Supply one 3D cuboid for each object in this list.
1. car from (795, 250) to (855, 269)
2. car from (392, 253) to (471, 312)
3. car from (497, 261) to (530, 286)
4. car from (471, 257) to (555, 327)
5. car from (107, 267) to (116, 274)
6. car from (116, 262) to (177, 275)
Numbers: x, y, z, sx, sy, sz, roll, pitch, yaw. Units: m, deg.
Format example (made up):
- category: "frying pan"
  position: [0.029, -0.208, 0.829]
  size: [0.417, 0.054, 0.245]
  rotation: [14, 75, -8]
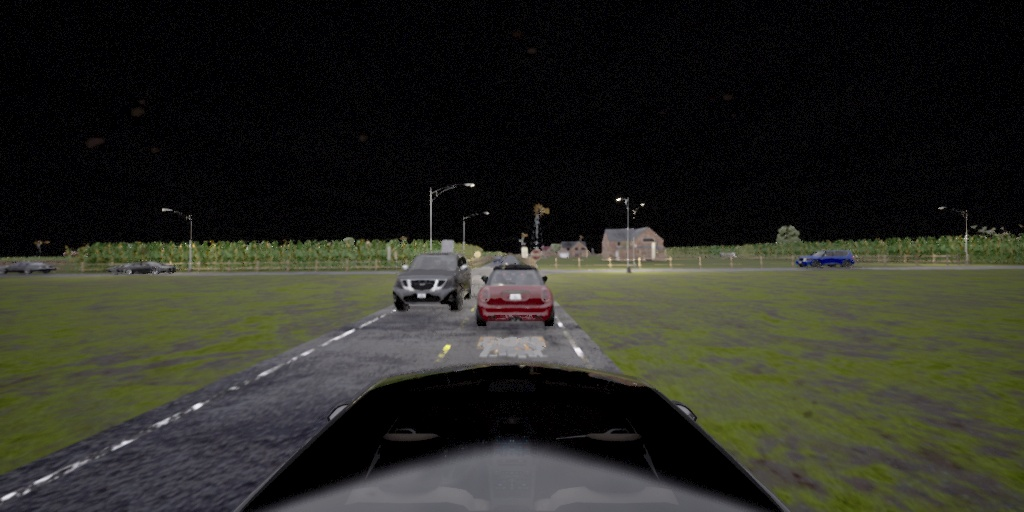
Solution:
- category: "car"
  position: [35.828, 0.375, 41.076]
  size: [5.566, 2.045, 2.150]
  rotation: [0, 0, 1]
- category: "car"
  position: [-2.860, 0.883, 14.105]
  size: [2.150, 2.045, 5.566]
  rotation: [0, 0, 0]
- category: "car"
  position: [0.058, 1.134, 24.802]
  size: [2.033, 1.411, 5.357]
  rotation: [0, 0, -1]
- category: "car"
  position: [0.085, 1.036, 11.333]
  size: [2.097, 1.767, 4.553]
  rotation: [0, 1, 0]
- category: "car"
  position: [-44.319, 1.415, 42.283]
  size: [5.357, 1.411, 2.033]
  rotation: [-1, 0, 1]
- category: "car"
  position: [-39.719, 1.342, 39.362]
  size: [4.892, 1.490, 1.837]
  rotation: [-1, 0, 1]
